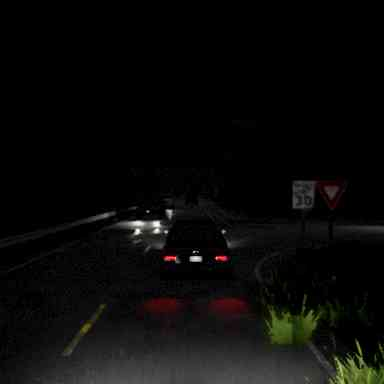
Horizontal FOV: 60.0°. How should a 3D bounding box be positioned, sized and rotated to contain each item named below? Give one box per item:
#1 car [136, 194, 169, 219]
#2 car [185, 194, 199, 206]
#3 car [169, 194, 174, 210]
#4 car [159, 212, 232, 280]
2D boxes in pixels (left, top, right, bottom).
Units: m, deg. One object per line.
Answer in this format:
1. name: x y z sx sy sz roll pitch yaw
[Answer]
1. car: -3.597 1.251 29.825 2.150 2.045 5.566 0 0 0
2. car: -0.005 1.277 57.125 2.150 2.045 5.566 0 0 0
3. car: -3.586 1.266 45.088 2.150 2.045 5.566 0 0 0
4. car: 0.089 1.545 10.035 2.033 1.411 5.357 0 0 0
